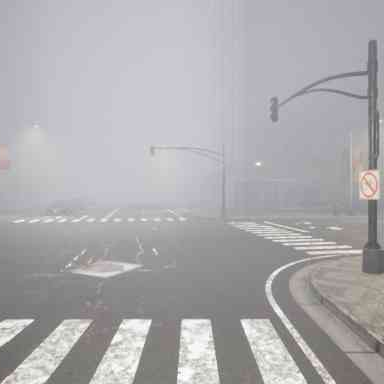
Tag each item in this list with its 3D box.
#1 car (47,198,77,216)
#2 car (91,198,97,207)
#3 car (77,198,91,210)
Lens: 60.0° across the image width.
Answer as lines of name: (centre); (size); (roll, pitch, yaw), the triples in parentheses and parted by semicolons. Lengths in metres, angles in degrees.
car: (-13.196, 1.541, 33.462); (1.812, 1.442, 4.674); (0, 0, -10)
car: (-16.375, 1.598, 53.139); (1.994, 1.385, 4.181); (0, 0, -9)
car: (-14.783, 1.502, 43.294); (1.882, 1.535, 5.008); (0, 0, -9)
